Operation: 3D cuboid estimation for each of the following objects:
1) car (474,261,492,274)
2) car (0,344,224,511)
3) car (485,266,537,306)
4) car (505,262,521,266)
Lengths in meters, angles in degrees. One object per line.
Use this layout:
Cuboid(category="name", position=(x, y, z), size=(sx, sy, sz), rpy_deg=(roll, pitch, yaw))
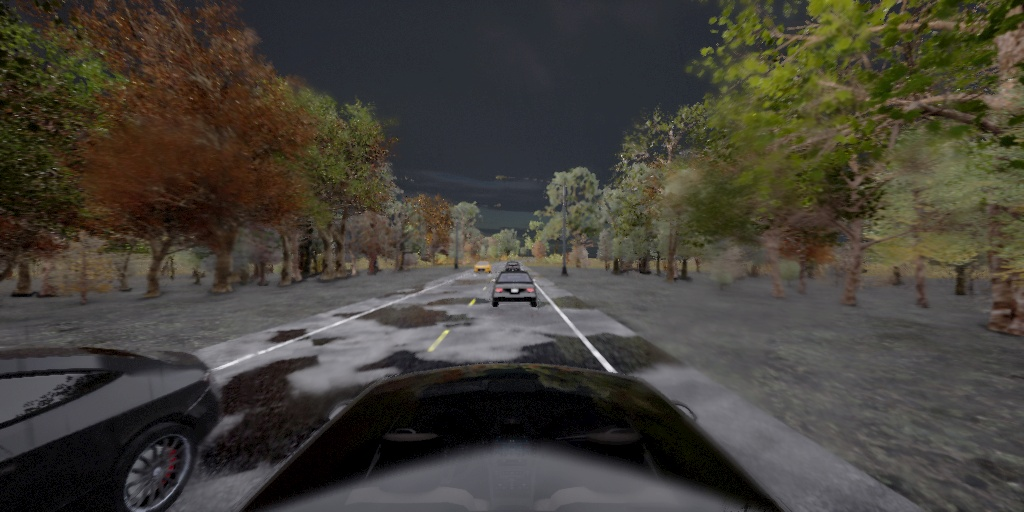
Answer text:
Cuboid(category="car", position=(-3.573, 1.409, 44.622), size=(1.882, 1.535, 5.008), rpy_deg=(0, -1, 0))
Cuboid(category="car", position=(-3.601, 1.275, 1.475), size=(1.812, 1.442, 4.674), rpy_deg=(0, 0, 0))
Cuboid(category="car", position=(0.099, 1.358, 16.037), size=(2.033, 1.411, 5.357), rpy_deg=(0, 0, 0))
Cuboid(category="car", position=(0.093, 1.439, 45.034), size=(1.837, 1.490, 4.892), rpy_deg=(0, 0, 0))
